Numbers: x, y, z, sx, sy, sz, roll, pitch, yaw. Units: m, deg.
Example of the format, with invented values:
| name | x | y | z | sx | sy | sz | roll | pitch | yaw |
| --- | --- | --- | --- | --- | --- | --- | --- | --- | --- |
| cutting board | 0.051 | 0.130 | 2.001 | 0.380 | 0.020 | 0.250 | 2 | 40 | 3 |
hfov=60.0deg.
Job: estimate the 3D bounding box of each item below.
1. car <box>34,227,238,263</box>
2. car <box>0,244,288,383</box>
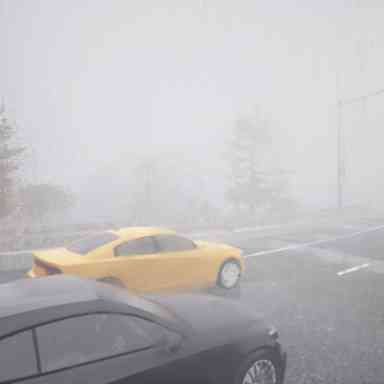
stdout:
| name | x | y | z | sx | sy | sz | roll | pitch | yaw |
| --- | --- | --- | --- | --- | --- | --- | --- | --- | --- |
| car | -0.939 | 1.542 | 7.608 | 5.008 | 1.535 | 1.882 | 0 | -1 | -37 |
| car | -1.120 | 1.554 | 3.092 | 4.674 | 1.442 | 1.812 | 0 | 0 | -36 |
